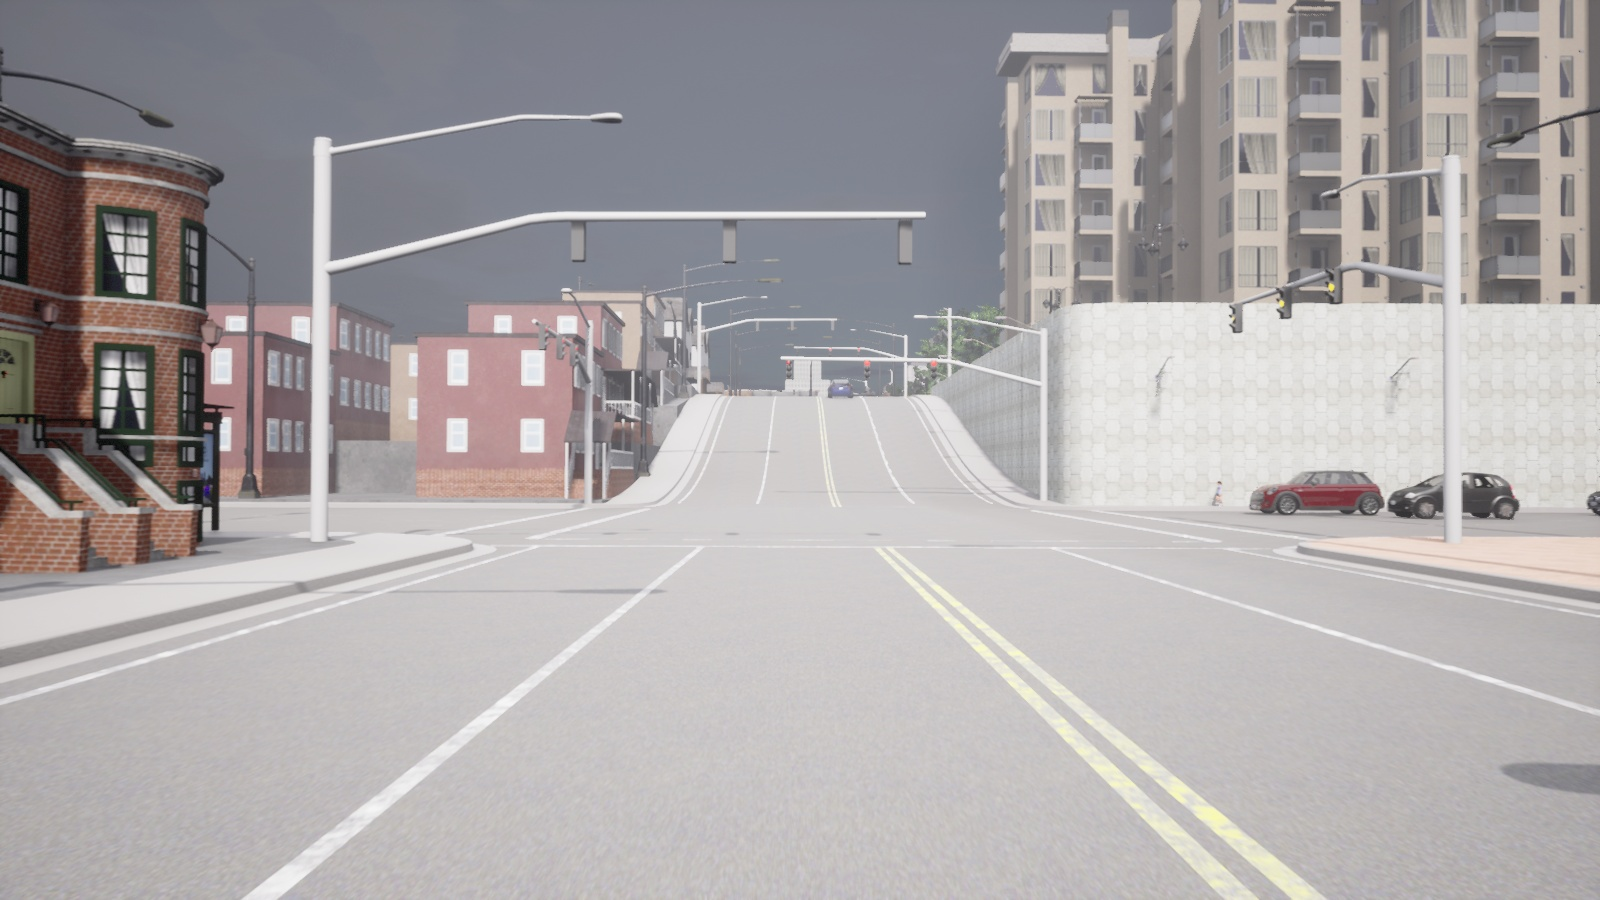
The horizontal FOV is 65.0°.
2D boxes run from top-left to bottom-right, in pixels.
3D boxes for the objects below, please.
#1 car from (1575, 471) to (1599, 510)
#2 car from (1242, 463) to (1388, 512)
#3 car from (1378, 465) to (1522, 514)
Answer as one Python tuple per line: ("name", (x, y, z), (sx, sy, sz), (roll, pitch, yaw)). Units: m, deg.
("car", (31.816, 1.497, 46.836), (4.674, 1.442, 1.812), (0, -1, 0))
("car", (19.153, 1.381, 46.849), (4.553, 1.767, 2.097), (0, -1, 0))
("car", (22.369, 1.349, 43.347), (3.988, 1.617, 1.851), (0, -1, 0))
